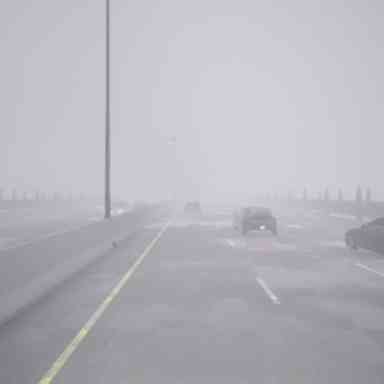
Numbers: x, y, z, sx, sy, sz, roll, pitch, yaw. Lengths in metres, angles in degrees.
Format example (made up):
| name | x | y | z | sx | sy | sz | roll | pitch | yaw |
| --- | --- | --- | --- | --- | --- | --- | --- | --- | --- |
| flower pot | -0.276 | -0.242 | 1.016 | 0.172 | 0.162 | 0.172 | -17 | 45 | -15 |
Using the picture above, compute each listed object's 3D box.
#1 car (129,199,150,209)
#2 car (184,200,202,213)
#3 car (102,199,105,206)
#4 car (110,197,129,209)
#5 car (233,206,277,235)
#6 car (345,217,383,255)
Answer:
| name | x | y | z | sx | sy | sz | roll | pitch | yaw |
| --- | --- | --- | --- | --- | --- | --- | --- | --- | --- |
| car | -7.090 | 1.706 | 46.765 | 1.994 | 1.385 | 4.181 | 0 | 0 | 0 |
| car | 0.087 | 1.607 | 38.302 | 2.128 | 1.511 | 4.902 | 0 | 0 | 0 |
| car | -14.062 | 1.664 | 56.994 | 2.128 | 1.511 | 4.902 | 0 | 0 | 1 |
| car | -10.583 | 1.750 | 49.132 | 1.895 | 1.301 | 4.718 | 0 | 0 | 0 |
| car | 3.594 | 1.563 | 19.366 | 1.837 | 1.490 | 4.892 | 0 | 0 | 0 |
| car | 7.096 | 1.560 | 11.516 | 1.812 | 1.442 | 4.674 | 0 | 0 | 0 |
